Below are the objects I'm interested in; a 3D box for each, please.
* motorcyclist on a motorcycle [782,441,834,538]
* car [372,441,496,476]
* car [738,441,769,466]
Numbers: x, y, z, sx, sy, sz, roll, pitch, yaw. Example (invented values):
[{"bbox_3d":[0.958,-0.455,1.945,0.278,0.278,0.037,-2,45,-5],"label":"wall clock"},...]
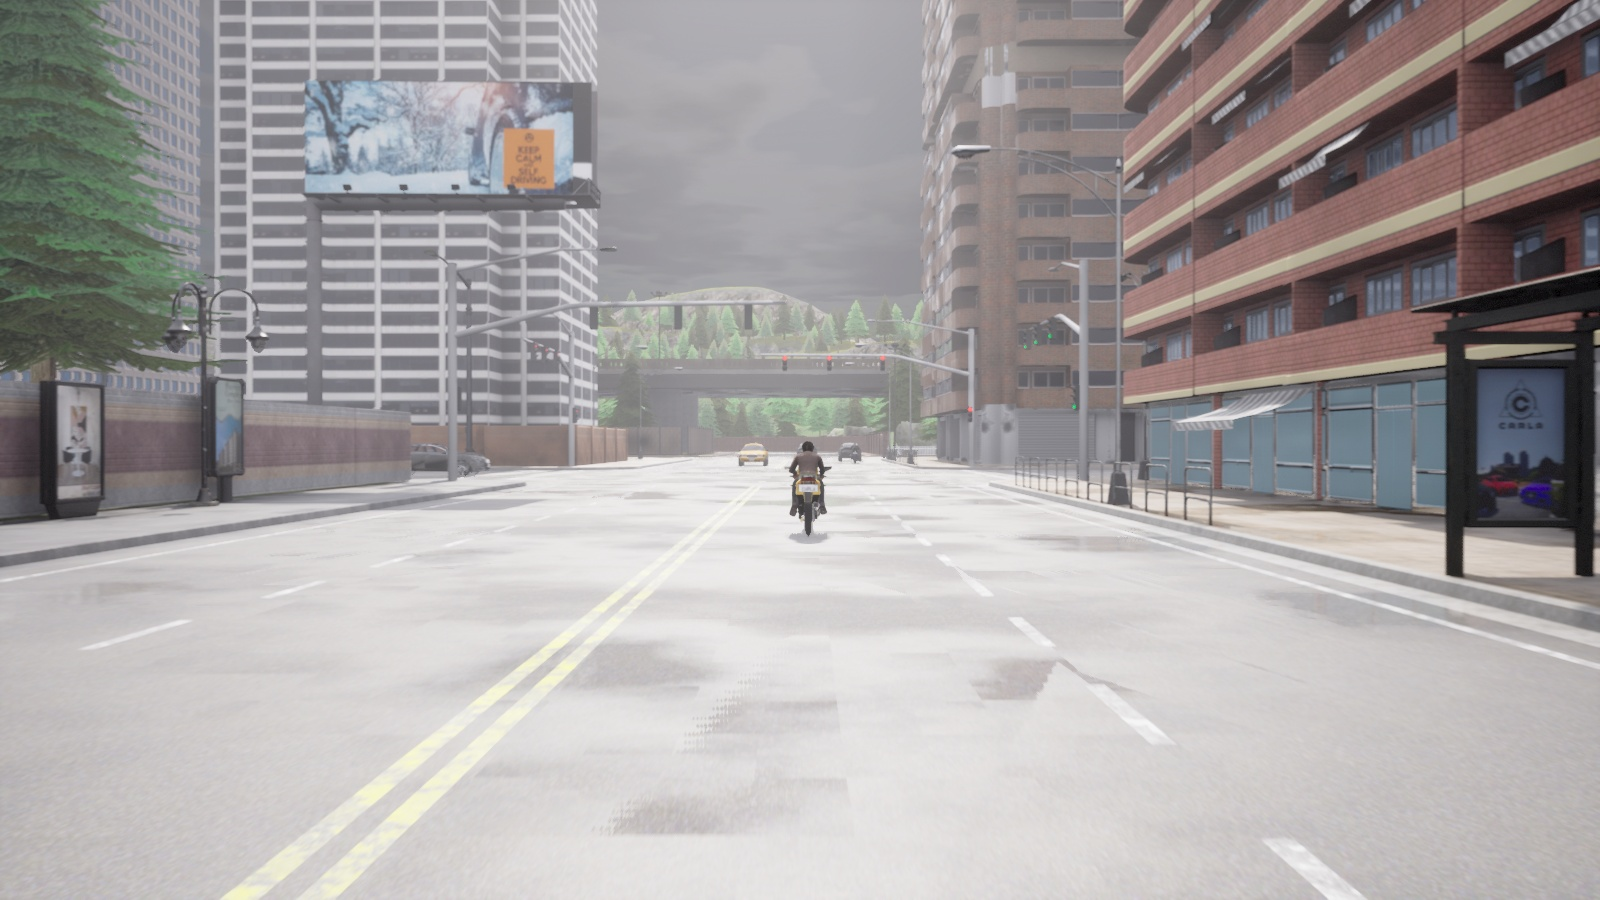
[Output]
[{"bbox_3d":[0.131,0.612,20.616,0.797,1.523,2.044,0,0,0],"label":"motorcyclist on a motorcycle"},{"bbox_3d":[-16.295,0.373,56.097,4.902,1.511,2.128,0,0,0],"label":"car"},{"bbox_3d":[-3.026,0.220,82.056,1.801,1.575,5.366,0,0,0],"label":"car"}]
